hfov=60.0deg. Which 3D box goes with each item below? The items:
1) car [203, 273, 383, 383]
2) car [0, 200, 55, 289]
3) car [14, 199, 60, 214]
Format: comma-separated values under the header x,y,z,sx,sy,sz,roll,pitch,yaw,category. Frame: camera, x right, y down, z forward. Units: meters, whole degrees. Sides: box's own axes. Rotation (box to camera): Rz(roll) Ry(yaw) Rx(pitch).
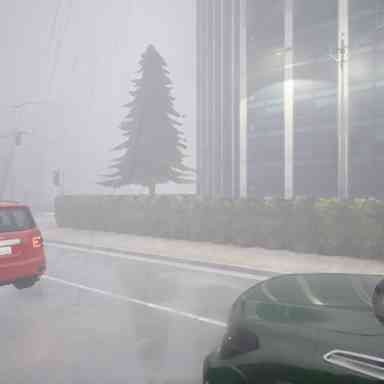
x,y,z,sx,sy,sz,roll,pitch,yaw,category
2.749,1.221,2.030,5.566,2.045,2.150,0,0,36,car
-5.722,1.221,8.009,5.566,2.045,2.150,0,0,38,car
-17.162,1.564,37.002,1.994,1.385,4.181,0,0,36,car
